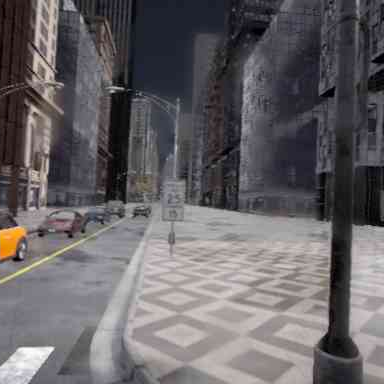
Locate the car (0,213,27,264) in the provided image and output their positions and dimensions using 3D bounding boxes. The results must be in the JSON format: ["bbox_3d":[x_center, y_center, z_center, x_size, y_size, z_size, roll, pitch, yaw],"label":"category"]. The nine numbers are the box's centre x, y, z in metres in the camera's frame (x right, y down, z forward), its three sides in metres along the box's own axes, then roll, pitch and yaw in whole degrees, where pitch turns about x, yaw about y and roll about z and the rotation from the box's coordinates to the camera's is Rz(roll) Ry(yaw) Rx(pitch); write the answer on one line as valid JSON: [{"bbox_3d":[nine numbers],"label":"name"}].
[{"bbox_3d":[-6.635,1.383,9.655,2.097,1.767,4.553,3,-2,-4],"label":"car"}]

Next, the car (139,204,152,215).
[{"bbox_3d":[-7.695,2.885,55.061,1.837,1.490,4.892,3,-2,-5],"label":"car"}]

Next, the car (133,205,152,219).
[{"bbox_3d":[-6.502,2.559,42.496,1.837,1.490,4.892,3,-2,-5],"label":"car"}]

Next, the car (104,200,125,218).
[{"bbox_3d":[-9.483,2.077,40.815,2.150,2.045,5.566,3,-2,-6],"label":"car"}]

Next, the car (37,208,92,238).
[{"bbox_3d":[-7.579,1.827,19.854,1.812,1.442,4.674,3,-2,-5],"label":"car"}]

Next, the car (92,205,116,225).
[{"bbox_3d":[-8.551,2.122,30.202,2.033,1.411,5.357,3,-2,-5],"label":"car"}]
